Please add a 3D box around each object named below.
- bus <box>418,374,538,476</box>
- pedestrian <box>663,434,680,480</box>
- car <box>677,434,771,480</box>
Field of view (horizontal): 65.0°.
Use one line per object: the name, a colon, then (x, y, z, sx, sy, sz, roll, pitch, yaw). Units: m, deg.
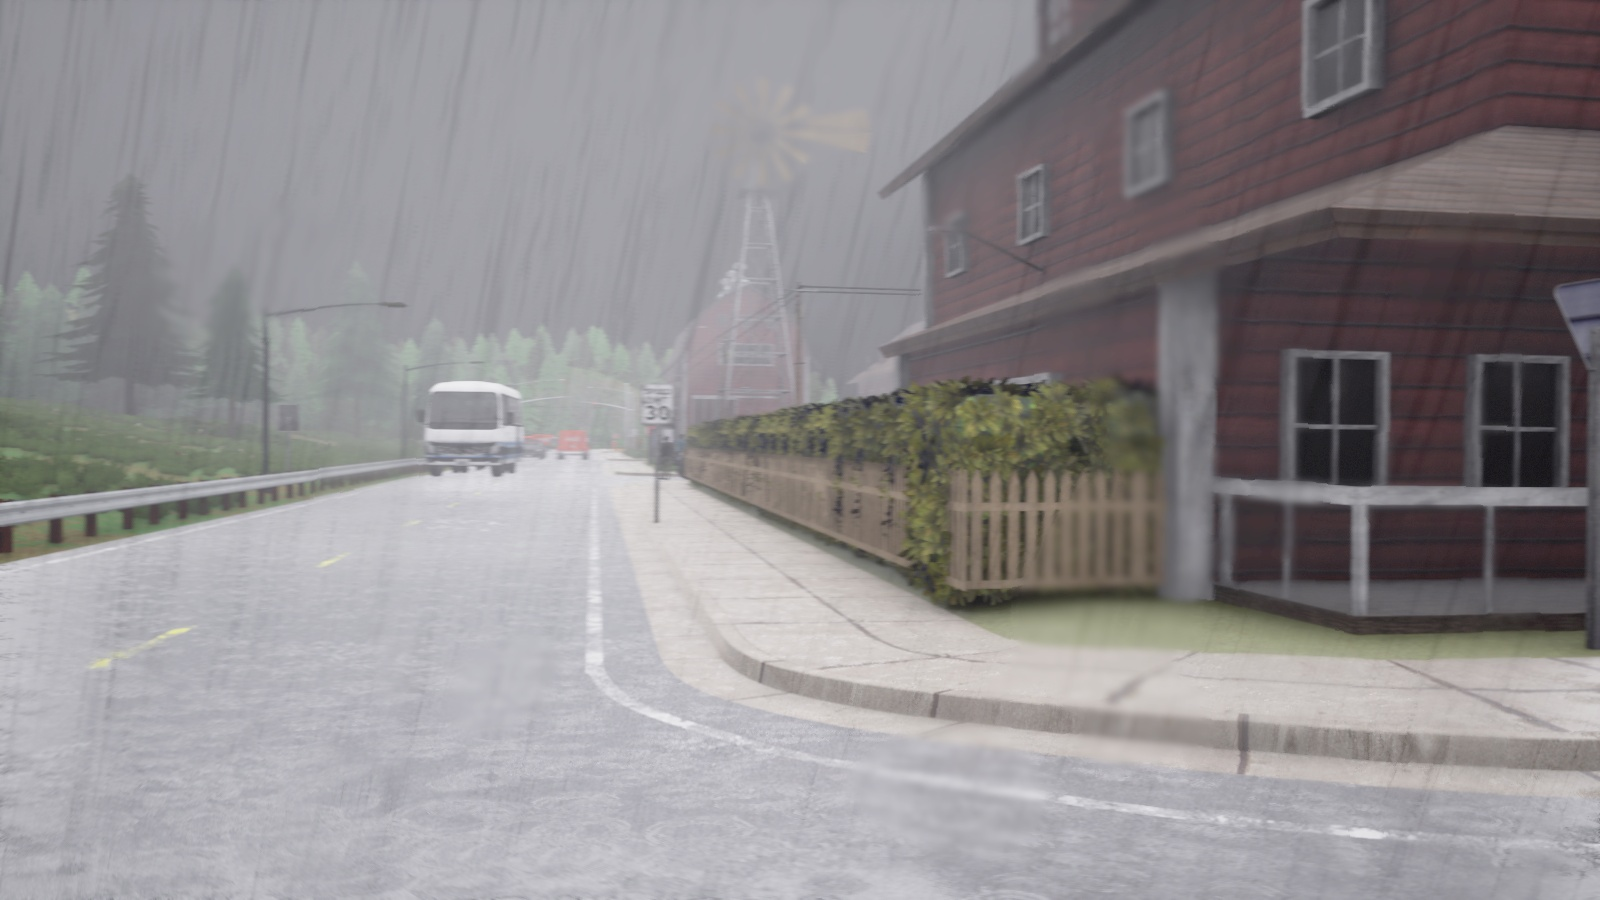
bus: (-14.739, -1.093, 58.424, 3.944, 4.253, 10.273, 1, 0, -6)
pedestrian: (-5.241, 0.275, 51.245, 0.431, 1.840, 0.703, 1, 0, -28)
car: (-3.324, 0.295, 54.699, 3.866, 1.878, 1.905, 1, 0, -10)
